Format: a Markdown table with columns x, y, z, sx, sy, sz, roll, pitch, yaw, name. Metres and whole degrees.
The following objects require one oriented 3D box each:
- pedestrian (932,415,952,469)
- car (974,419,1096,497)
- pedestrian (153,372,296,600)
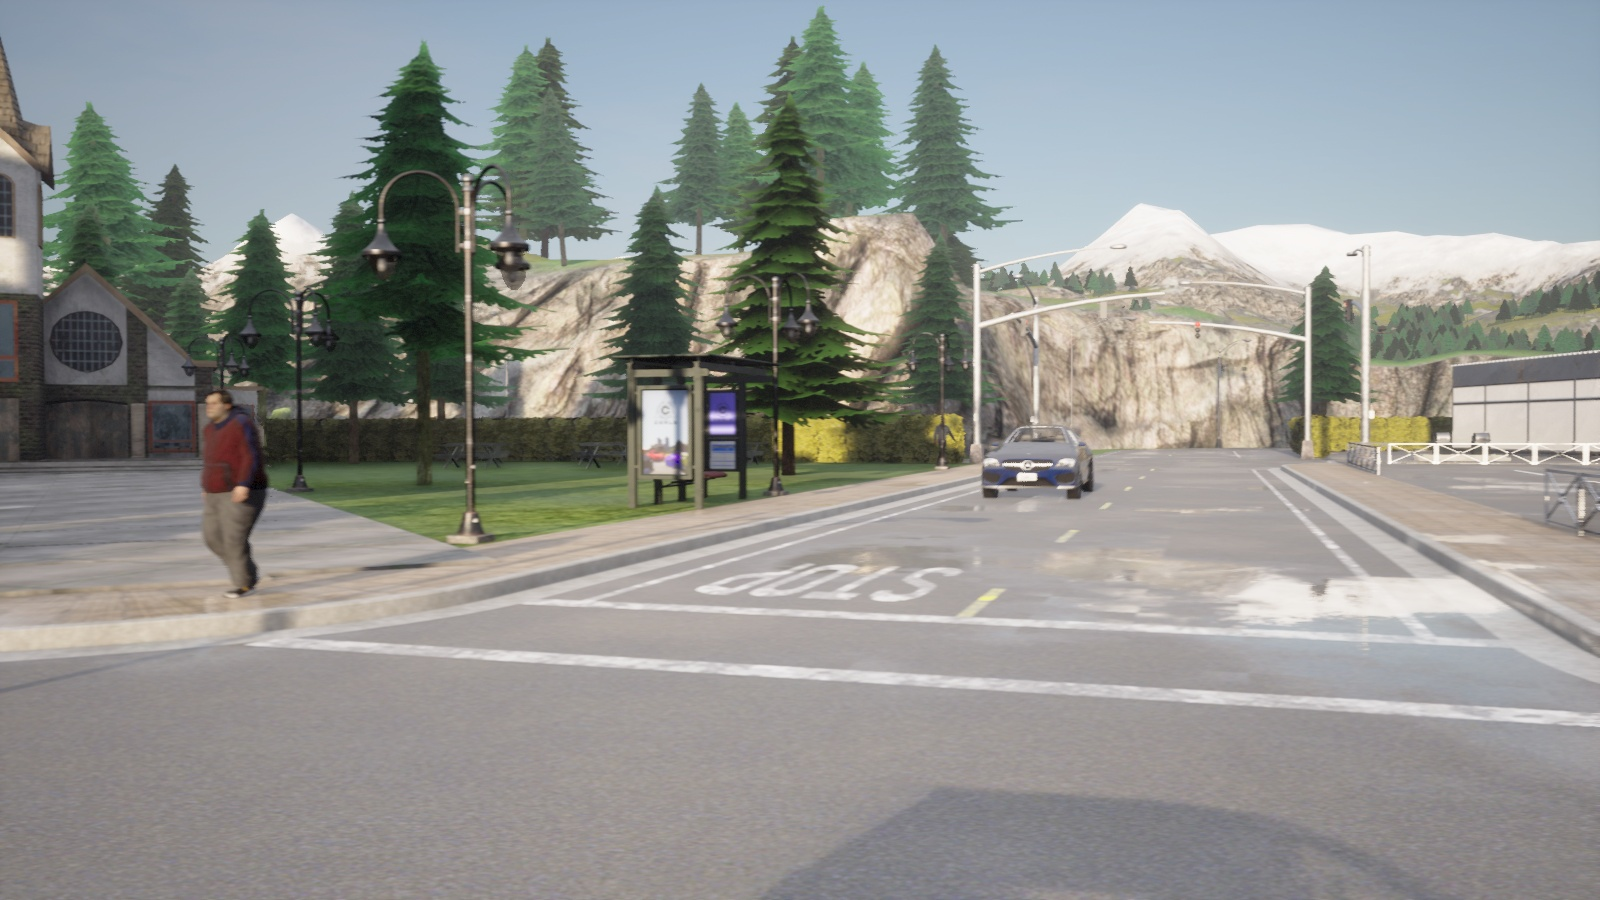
| x | y | z | sx | sy | sz | roll | pitch | yaw | name |
| --- | --- | --- | --- | --- | --- | --- | --- | --- | --- |
| 5.179 | -0.287 | 45.847 | 0.423 | 1.949 | 0.788 | 0 | 1 | -19 | pedestrian |
| 5.575 | 0.126 | 29.224 | 2.152 | 1.651 | 5.027 | 1 | 1 | 18 | car |
| -4.885 | 0.285 | 10.686 | 0.634 | 1.844 | 0.899 | 1 | 1 | 33 | pedestrian |
